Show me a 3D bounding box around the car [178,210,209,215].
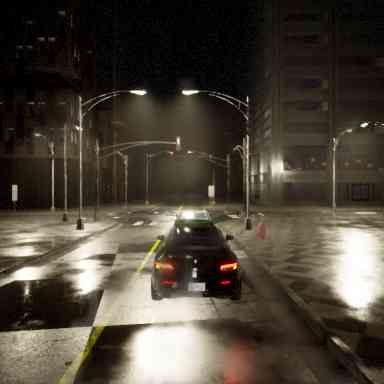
[{"bbox_3d":[0.074,1.593,17.235,1.895,1.301,4.718,0,0,0],"label":"car"}]

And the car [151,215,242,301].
[{"bbox_3d":[0.085,1.523,8.210,1.812,1.442,4.674,0,0,0],"label":"car"}]
